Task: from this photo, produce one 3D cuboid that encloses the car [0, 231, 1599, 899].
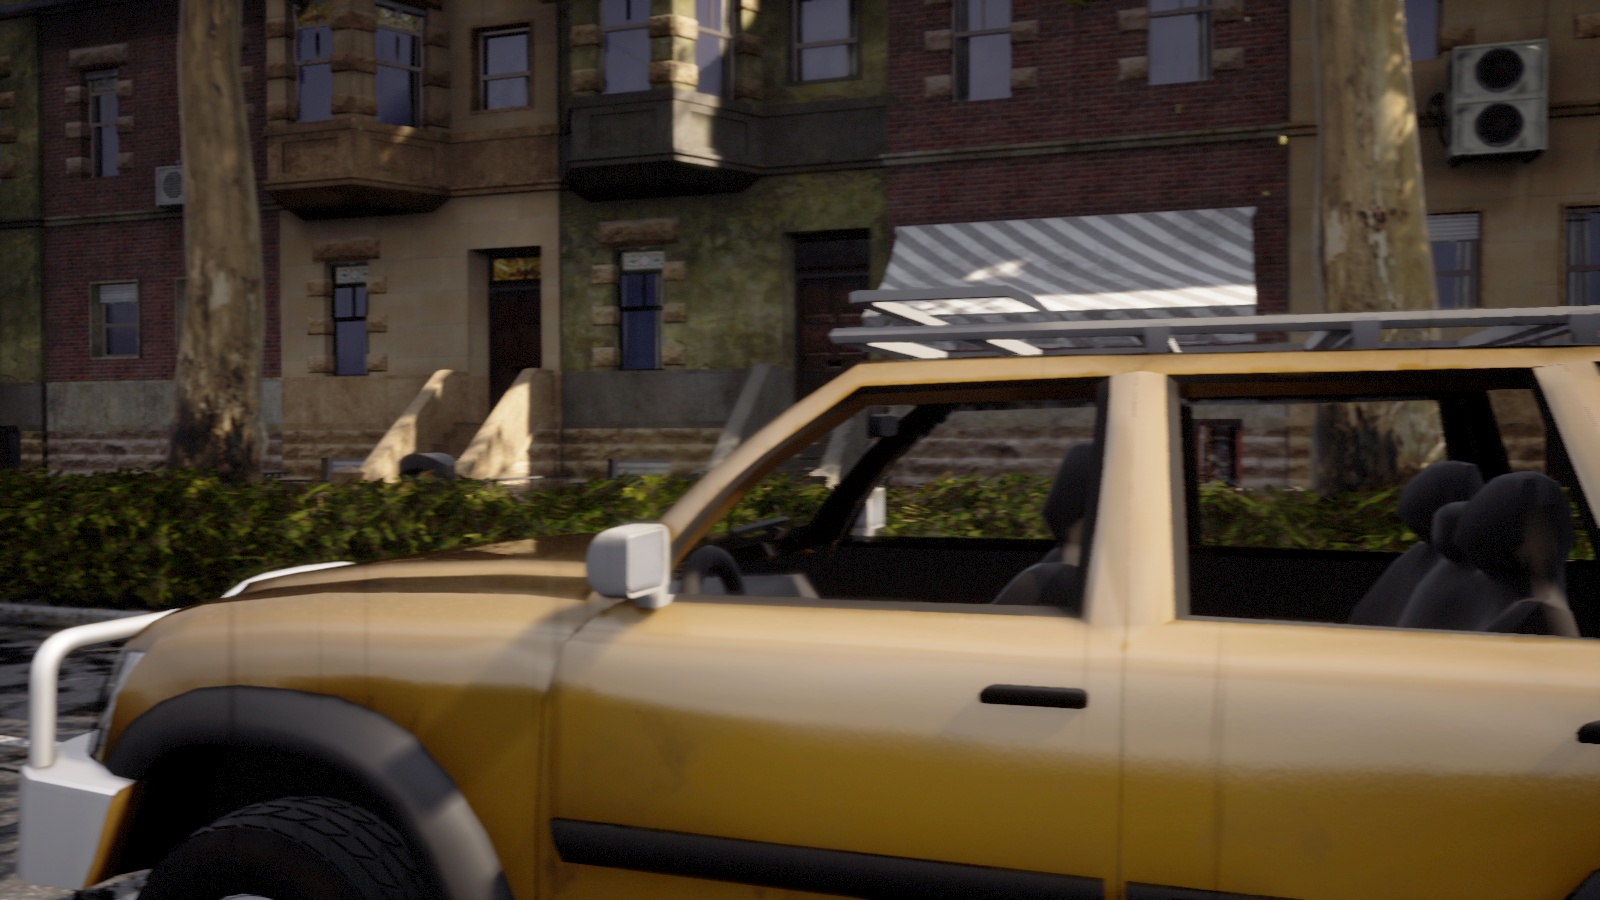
[{"bbox_3d":[0.404,0.596,3.055,4.605,1.855,1.932,0,1,19],"label":"car"}]
